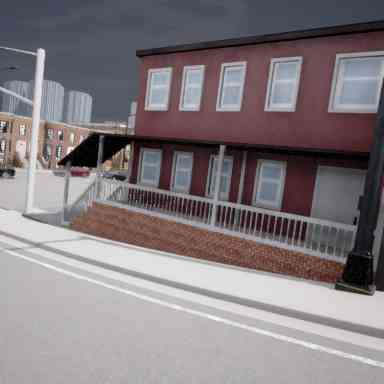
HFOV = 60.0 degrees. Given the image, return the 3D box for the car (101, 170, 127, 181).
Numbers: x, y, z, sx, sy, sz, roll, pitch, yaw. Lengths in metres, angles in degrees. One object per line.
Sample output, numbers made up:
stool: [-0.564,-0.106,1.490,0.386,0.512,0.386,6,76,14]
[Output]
car: [-9.577,-2.034,42.559,1.837,1.490,4.892,10,6,35]

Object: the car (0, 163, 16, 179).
car: [-18.601,-2.042,30.022,1.837,1.490,4.892,10,6,34]

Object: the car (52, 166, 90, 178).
car: [-14.867,-2.535,41.147,1.812,1.442,4.674,10,6,35]
